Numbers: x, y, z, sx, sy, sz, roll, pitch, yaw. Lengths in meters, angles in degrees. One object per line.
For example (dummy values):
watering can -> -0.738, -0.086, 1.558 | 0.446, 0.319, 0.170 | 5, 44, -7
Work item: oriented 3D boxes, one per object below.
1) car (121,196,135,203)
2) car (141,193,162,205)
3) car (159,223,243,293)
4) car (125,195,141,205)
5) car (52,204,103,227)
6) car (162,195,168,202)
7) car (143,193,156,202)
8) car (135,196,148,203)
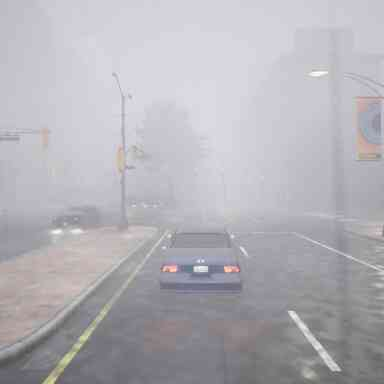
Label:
car -> -13.447, 1.595, 69.884 | 1.895, 1.301, 4.718 | 0, 0, 1
car -> -7.001, 1.352, 58.041 | 2.097, 1.767, 4.553 | 0, 0, 1
car -> 0.232, 1.547, 8.987 | 2.033, 1.411, 5.357 | 0, 0, 1
car -> -10.500, 1.352, 57.919 | 2.097, 1.767, 4.553 | 0, 0, 1
car -> -7.683, 1.547, 22.897 | 2.033, 1.411, 5.357 | 0, 0, 1
car -> -6.707, 1.352, 69.320 | 2.097, 1.767, 4.553 | 0, 0, 1
car -> -10.029, 1.225, 78.779 | 2.150, 2.045, 5.566 | 0, 0, 1
car -> -10.238, 1.505, 68.094 | 1.837, 1.490, 4.892 | 0, 0, 1
